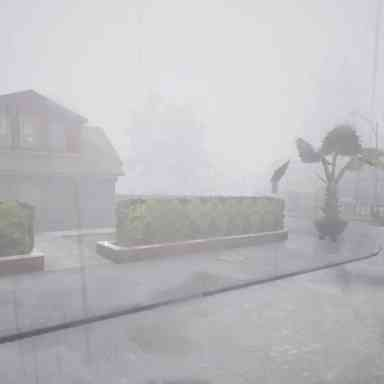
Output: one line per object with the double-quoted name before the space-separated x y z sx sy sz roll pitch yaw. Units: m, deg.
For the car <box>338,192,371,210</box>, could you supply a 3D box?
"car" 17.391 0.985 36.217 3.866 1.878 1.905 0 0 0
